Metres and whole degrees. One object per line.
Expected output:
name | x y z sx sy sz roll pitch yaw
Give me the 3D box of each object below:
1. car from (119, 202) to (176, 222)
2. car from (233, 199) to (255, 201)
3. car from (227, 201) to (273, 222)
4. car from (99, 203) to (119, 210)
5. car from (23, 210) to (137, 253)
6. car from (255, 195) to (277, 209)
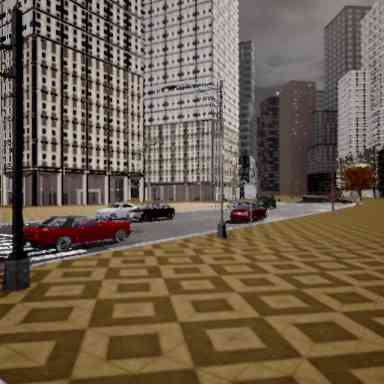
car | -3.365 1.629 27.913 2.128 1.511 4.902 0 0 34
car | 6.864 1.783 48.888 2.128 1.511 4.902 0 0 33
car | 4.930 1.715 28.367 1.994 1.385 4.181 0 0 34
car | -6.380 1.669 29.262 1.812 1.442 4.674 0 0 34
car | -4.780 1.639 14.109 1.895 1.301 4.718 0 -1 34
car | 10.610 1.516 48.669 2.150 2.045 5.566 0 -1 33
